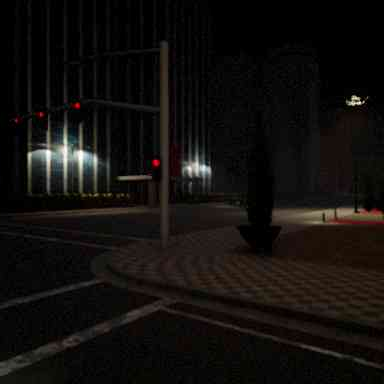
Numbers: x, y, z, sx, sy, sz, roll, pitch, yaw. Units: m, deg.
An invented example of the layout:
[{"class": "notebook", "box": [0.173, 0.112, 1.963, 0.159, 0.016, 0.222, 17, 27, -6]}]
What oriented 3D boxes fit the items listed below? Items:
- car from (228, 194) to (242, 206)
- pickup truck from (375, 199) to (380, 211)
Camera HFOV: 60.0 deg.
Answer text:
[{"class": "car", "box": [8.287, 1.276, 56.670, 2.150, 2.045, 5.566, 0, 0, 35]}, {"class": "pickup truck", "box": [23.059, 1.064, 36.563, 6.274, 2.098, 2.390, 0, 0, -25]}]
